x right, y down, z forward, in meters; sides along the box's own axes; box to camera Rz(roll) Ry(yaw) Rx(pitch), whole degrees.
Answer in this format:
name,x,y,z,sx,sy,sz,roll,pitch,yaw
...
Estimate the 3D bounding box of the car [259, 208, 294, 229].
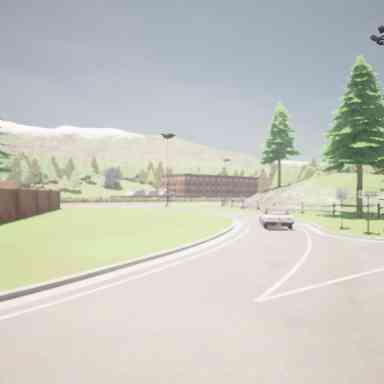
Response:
name,x,y,z,sx,sy,sz,roll,pitch,yaw
car,5.800,1.779,23.342,1.895,1.301,4.718,0,0,6
